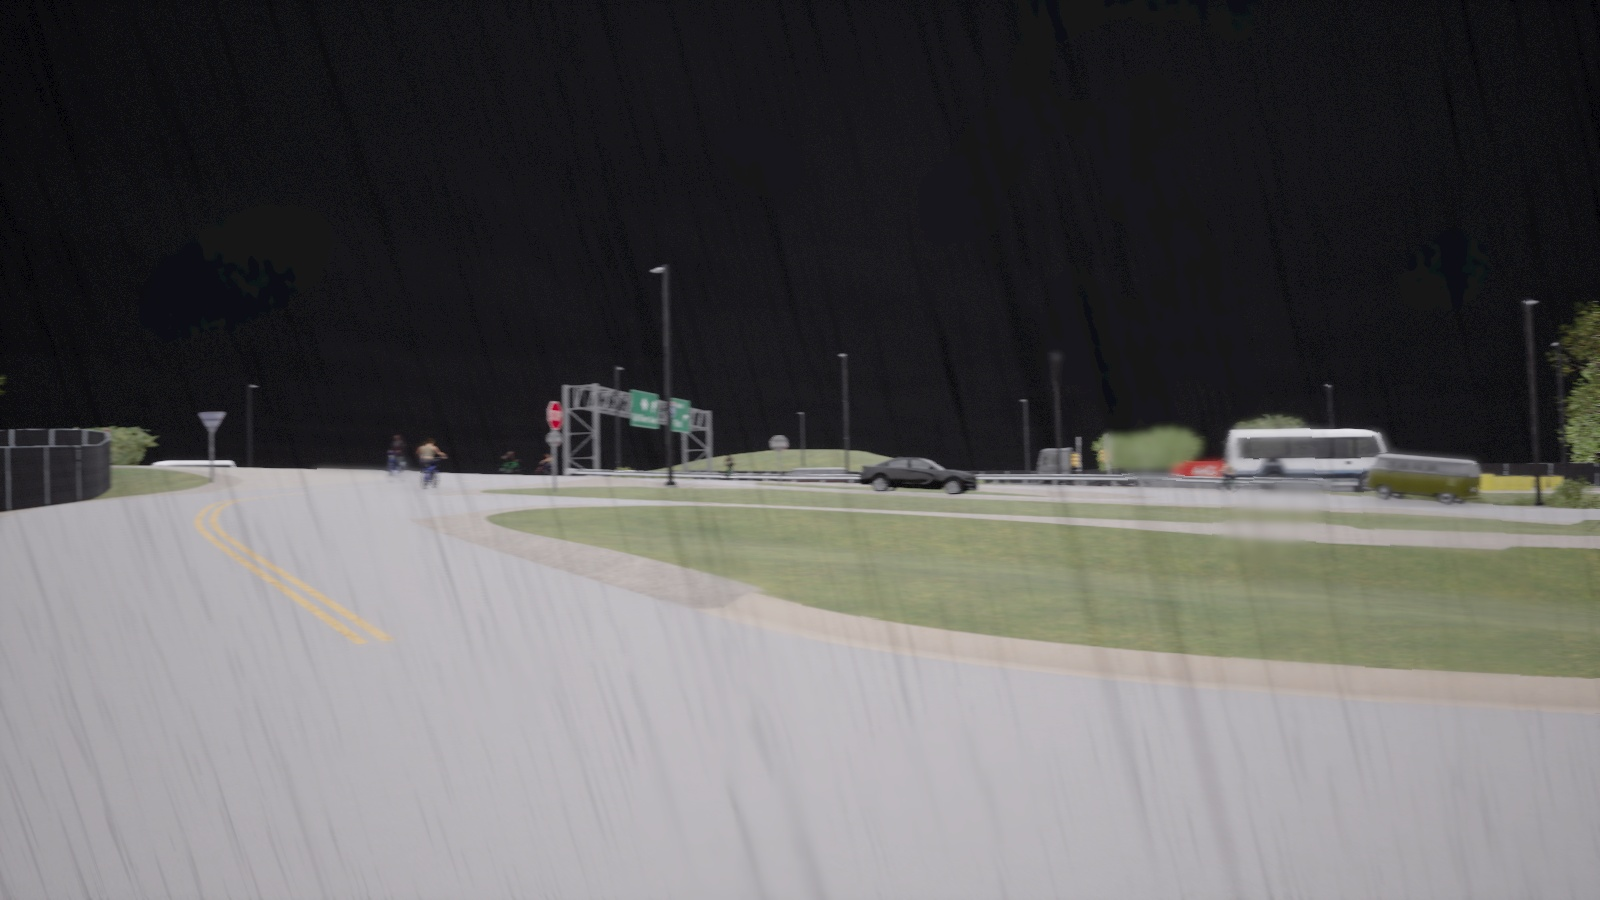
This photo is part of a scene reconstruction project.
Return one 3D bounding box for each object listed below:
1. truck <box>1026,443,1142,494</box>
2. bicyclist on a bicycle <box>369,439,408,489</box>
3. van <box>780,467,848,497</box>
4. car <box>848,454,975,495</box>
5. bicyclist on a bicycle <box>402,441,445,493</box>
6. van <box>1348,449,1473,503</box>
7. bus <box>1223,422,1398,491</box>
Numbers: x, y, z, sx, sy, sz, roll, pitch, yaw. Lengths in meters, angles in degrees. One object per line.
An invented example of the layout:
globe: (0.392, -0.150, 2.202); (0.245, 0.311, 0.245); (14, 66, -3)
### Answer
truck: (20.441, 1.355, 90.316); (7.936, 3.462, 2.891); (-1, -2, 15)
bicyclist on a bicycle: (-15.051, 0.488, 45.971); (0.659, 1.776, 1.843); (-2, 0, 4)
van: (1.015, 2.253, 88.172); (4.442, 1.987, 1.775); (-1, -2, 15)
car: (4.701, 1.037, 52.866); (5.008, 1.535, 1.882); (1, -1, 16)
bicyclist on a bicycle: (-11.811, 0.525, 39.392); (0.866, 1.612, 1.509); (0, 0, 1)
van: (26.370, 1.091, 54.370); (1.775, 1.987, 4.442); (0, 4, -44)
bus: (33.616, 0.530, 83.245); (10.273, 4.253, 3.944); (-1, -2, 15)
